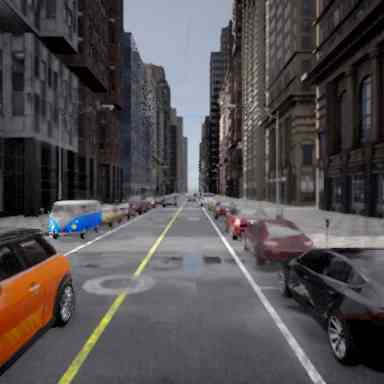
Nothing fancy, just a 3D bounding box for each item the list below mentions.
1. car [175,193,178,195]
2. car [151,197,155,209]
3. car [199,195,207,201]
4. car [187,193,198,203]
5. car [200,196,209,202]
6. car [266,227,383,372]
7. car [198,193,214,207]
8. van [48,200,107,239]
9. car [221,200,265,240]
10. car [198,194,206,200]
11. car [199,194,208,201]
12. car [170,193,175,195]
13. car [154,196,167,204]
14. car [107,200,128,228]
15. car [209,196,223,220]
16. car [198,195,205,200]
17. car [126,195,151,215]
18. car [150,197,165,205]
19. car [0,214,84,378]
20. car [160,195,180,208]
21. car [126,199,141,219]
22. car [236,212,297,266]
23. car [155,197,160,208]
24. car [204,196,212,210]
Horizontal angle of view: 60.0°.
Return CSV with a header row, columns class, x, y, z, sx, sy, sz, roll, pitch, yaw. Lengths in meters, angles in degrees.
class,x,y,z,sx,sy,sz,roll,pitch,yaw
car,-5.797,1.363,95.234,1.967,1.590,4.097,0,0,0
car,-5.777,1.536,39.213,1.802,1.307,4.206,0,0,0
car,2.733,1.494,84.043,1.947,1.339,4.313,0,0,0
car,-0.021,1.467,68.029,2.033,1.411,5.357,0,0,0
car,2.737,1.498,72.840,1.947,1.339,4.313,0,0,0
car,2.759,1.559,5.619,1.947,1.339,4.313,0,0,0
car,2.378,1.165,50.799,2.150,2.045,5.566,0,0,0
van,-5.770,1.320,16.804,1.690,1.788,3.998,0,0,0
car,2.755,1.420,16.822,1.967,1.590,4.097,0,0,0
car,2.731,1.366,89.645,1.967,1.590,4.097,0,0,0
car,2.734,1.370,78.441,1.967,1.590,4.097,0,0,0
car,-5.791,1.474,78.427,1.887,1.381,4.507,0,0,0
car,-5.785,1.502,61.620,1.947,1.339,4.313,0,0,0
car,-5.772,1.498,22.237,1.752,1.417,4.829,0,0,0
car,2.751,1.407,28.025,1.967,1.590,4.097,0,0,0
car,2.729,1.505,95.247,1.802,1.307,4.206,0,0,0
car,-5.776,1.275,33.610,2.192,1.841,5.009,0,0,0
car,-5.783,1.506,56.019,1.947,1.339,4.313,0,0,0
car,-3.102,1.346,3.927,2.097,1.767,4.553,0,0,0
car,-3.097,1.512,47.181,1.994,1.385,4.181,0,0,0
car,-5.774,1.548,28.008,1.802,1.307,4.206,0,0,0
car,2.757,1.568,11.221,1.802,1.307,4.206,0,0,0
car,-5.780,1.389,44.814,1.967,1.590,4.097,0,0,0
car,2.747,1.480,39.400,1.752,1.417,4.829,0,0,0
